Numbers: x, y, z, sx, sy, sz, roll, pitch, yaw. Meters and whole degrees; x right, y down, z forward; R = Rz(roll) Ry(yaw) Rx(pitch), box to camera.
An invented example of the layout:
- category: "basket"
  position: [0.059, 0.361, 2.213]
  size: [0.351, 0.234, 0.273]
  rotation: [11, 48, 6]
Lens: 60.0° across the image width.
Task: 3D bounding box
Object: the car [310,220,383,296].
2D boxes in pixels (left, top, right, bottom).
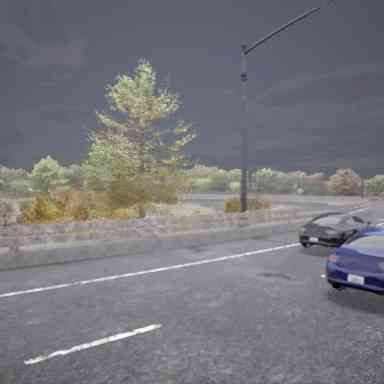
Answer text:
- category: "car"
  position: [4.968, 1.550, 8.026]
  size: [4.674, 1.442, 1.812]
  rotation: [0, 0, -40]

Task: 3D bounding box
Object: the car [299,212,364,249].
- category: "car"
  position: [6.144, 1.569, 13.692]
  size: [4.674, 1.442, 1.812]
  rotation: [0, 0, -42]
